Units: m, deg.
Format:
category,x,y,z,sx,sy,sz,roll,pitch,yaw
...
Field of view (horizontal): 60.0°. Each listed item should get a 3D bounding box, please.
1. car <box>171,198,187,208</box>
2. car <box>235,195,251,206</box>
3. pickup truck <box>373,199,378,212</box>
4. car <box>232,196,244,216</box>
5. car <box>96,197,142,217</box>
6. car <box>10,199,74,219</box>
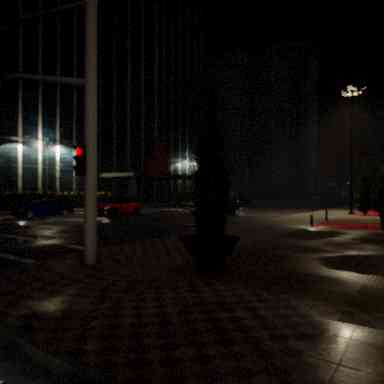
category,x,y,z,sx,sy,sz,roll,pitch,yaw
car,-0.697,1.442,43.718,1.895,1.301,4.718,0,0,35
car,6.819,1.214,48.294,2.097,1.767,4.553,0,0,35
pickup truck,21.166,1.046,33.609,6.274,2.098,2.390,0,0,-25
car,2.451,1.412,29.567,1.837,1.490,4.892,0,0,35
car,-6.547,1.215,29.242,2.097,1.767,4.553,0,0,35
car,-12.188,1.320,27.281,1.882,1.535,5.008,0,1,35
